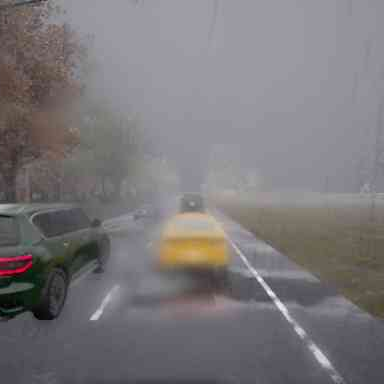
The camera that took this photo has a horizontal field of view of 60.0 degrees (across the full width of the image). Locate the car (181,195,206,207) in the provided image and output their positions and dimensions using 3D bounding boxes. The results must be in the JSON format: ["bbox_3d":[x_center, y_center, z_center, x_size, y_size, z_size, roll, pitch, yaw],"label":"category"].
[{"bbox_3d":[0.115,1.263,31.223,2.150,2.045,5.566,0,0,0],"label":"car"}]

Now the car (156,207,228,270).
[{"bbox_3d":[0.082,1.492,11.113,1.882,1.535,5.008,0,0,0],"label":"car"}]

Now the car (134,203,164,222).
[{"bbox_3d":[-3.398,1.583,26.841,2.033,1.411,5.357,0,0,0],"label":"car"}]

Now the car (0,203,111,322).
[{"bbox_3d":[-3.445,1.235,7.429,2.150,2.045,5.566,0,0,0],"label":"car"}]
